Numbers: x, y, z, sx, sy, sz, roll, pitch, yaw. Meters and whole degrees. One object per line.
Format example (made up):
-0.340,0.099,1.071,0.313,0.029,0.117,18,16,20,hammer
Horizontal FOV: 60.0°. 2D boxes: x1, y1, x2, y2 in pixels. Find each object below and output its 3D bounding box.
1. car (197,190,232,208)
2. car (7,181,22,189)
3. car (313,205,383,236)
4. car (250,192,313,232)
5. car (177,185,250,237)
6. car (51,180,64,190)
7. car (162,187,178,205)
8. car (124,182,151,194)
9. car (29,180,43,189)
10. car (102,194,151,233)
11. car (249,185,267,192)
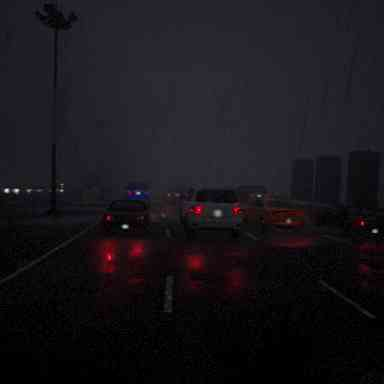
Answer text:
1.988,0.589,31.189,2.033,1.411,5.357,1,2,-10,car
-31.104,-1.259,58.235,1.895,1.301,4.718,1,2,-21,car
7.584,1.293,16.378,1.895,1.301,4.718,2,2,-6,car
3.995,1.036,17.050,1.882,1.535,5.008,2,2,-6,car
0.701,0.745,15.037,2.150,2.045,5.566,2,2,-6,car
-24.631,-1.393,60.888,2.097,1.767,4.553,1,2,-21,car
-1.624,0.271,31.455,2.097,1.767,4.553,1,2,-11,car
-4.901,0.089,30.004,2.150,2.045,5.566,1,2,-10,car
-27.610,-1.294,58.875,1.882,1.535,5.008,1,2,-21,car
-2.868,0.998,15.423,1.895,1.301,4.718,2,2,-6,car
5.439,0.353,31.810,2.150,2.045,5.566,1,2,-10,car
